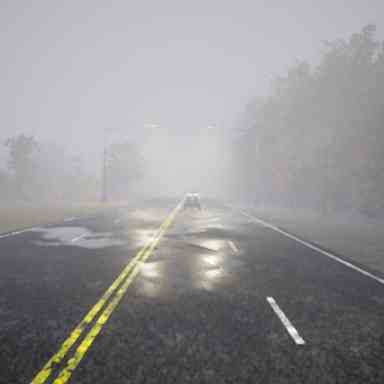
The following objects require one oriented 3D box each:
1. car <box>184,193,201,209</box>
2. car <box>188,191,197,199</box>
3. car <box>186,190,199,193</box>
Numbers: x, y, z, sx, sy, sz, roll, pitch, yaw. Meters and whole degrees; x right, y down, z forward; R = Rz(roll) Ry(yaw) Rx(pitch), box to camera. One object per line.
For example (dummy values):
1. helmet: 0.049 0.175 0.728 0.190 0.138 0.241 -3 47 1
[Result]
1. car: 0.045 1.140 37.046 2.033 1.411 5.357 1 1 0
2. car: 0.085 0.672 73.490 1.882 1.535 5.008 1 1 0
3. car: 0.170 0.629 53.965 2.150 2.045 5.566 1 1 0
